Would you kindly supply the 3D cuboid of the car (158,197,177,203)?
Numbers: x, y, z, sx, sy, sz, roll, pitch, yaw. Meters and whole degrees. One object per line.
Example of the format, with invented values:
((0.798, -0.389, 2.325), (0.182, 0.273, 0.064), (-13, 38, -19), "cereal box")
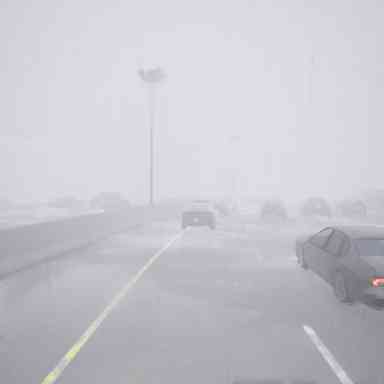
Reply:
((-3.097, 1.338, 45.773), (1.994, 1.385, 4.181), (0, 0, 18), "car")

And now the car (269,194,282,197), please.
((16.385, 1.205, 65.345), (1.837, 1.490, 4.892), (0, 0, 28), "car")

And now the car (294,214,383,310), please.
((3.932, 1.516, 7.924), (2.033, 1.411, 5.357), (0, 0, 4), "car")

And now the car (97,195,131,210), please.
((-8.793, 1.361, 38.772), (1.994, 1.385, 4.181), (0, 0, 15), "car")

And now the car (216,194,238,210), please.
((3.842, 1.290, 36.015), (1.801, 1.575, 5.366), (0, 0, 15), "car")

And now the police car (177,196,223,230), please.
((0.613, 1.327, 20.736), (1.930, 1.638, 5.238), (0, 0, 9), "police car")

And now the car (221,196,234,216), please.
((2.401, 1.386, 30.172), (1.812, 1.442, 4.674), (0, 0, 13), "car")

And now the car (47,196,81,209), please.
((-15.540, 1.280, 40.600), (1.837, 1.490, 4.892), (0, 0, 15), "car")

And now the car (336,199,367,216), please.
((14.573, 1.372, 30.597), (2.128, 1.511, 4.902), (0, 0, 14), "car")

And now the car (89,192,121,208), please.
((-11.161, 0.991, 43.438), (2.150, 2.045, 5.566), (0, 0, 17), "car")

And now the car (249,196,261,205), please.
((10.213, 1.334, 52.070), (1.994, 1.385, 4.181), (0, 0, 22), "car")

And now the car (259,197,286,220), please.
((6.650, 1.386, 27.359), (1.837, 1.490, 4.892), (0, 0, 12), "car")

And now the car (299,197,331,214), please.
((10.538, 1.234, 28.720), (2.097, 1.767, 4.553), (0, 0, 12), "car")

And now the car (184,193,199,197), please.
((-0.058, 0.994, 78.767), (1.882, 1.535, 5.008), (0, 0, 28), "car")
